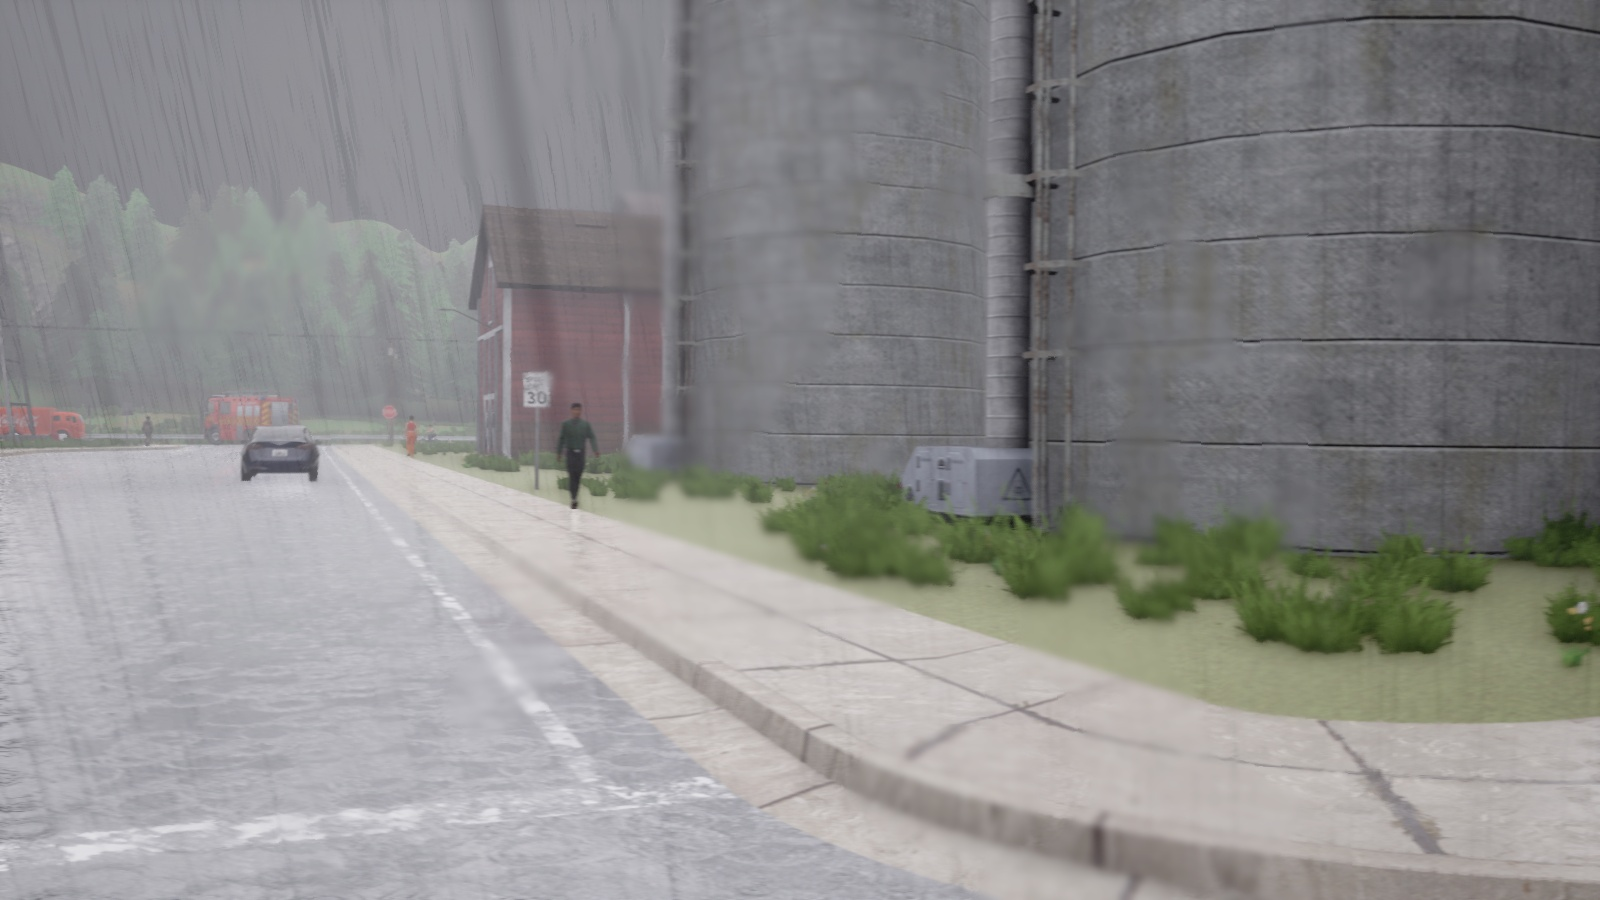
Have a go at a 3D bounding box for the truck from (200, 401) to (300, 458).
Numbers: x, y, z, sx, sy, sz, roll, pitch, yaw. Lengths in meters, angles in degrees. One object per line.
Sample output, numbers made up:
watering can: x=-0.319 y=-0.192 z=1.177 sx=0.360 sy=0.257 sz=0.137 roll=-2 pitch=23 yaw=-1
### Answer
truck: x=-38.501 y=-1.377 z=87.754 sx=8.468 sy=3.827 sz=2.891 roll=0 pitch=1 yaw=40

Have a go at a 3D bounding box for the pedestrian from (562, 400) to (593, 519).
pedestrian: x=-3.736 y=0.148 z=21.049 sx=0.423 sy=1.949 sz=0.788 roll=-1 pitch=1 yaw=-15

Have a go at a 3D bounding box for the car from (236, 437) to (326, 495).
car: x=-14.516 y=0.382 z=35.243 sx=2.163 sy=1.488 sz=4.792 roll=-1 pitch=1 yaw=-22

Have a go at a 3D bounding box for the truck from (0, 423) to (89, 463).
truck: x=-49.271 y=-0.469 z=81.351 sx=5.204 sy=2.467 sz=2.627 roll=-1 pitch=1 yaw=-20

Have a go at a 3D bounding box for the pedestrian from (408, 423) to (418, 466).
pedestrian: x=-16.756 y=-0.253 z=54.336 sx=0.345 sy=1.836 sz=0.594 roll=-1 pitch=1 yaw=-23

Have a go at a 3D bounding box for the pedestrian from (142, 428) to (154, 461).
pedestrian: x=-37.922 y=-0.319 z=73.031 sx=0.396 sy=1.930 sz=0.692 roll=-1 pitch=1 yaw=-11
